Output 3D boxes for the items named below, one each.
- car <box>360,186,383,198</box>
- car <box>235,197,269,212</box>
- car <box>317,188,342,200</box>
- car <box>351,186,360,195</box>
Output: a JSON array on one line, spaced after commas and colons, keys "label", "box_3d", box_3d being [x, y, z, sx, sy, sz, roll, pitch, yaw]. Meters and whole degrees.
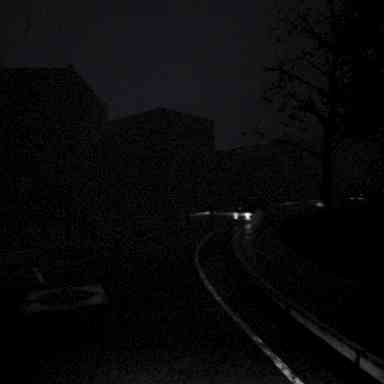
[{"label": "car", "box_3d": [31.961, 0.128, 58.799, 2.097, 1.767, 4.553, -1, 1, 43]}, {"label": "car", "box_3d": [6.665, 1.360, 36.529, 1.837, 1.490, 4.892, -1, 1, 43]}, {"label": "car", "box_3d": [21.886, 0.303, 52.803, 2.150, 2.045, 5.566, -1, -4, 44]}, {"label": "car", "box_3d": [32.297, -0.084, 63.922, 2.150, 2.045, 5.566, -1, 1, 43]}]
